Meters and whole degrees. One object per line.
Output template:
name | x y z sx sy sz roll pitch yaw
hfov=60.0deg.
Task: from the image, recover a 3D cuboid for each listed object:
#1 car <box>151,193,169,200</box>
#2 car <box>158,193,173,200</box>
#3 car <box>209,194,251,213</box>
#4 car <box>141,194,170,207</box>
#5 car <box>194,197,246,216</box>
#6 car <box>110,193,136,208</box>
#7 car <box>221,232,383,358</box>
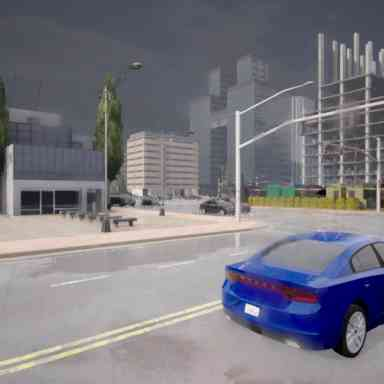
car | -8.535 1.153 89.499 4.605 1.855 1.932 0 0 -38
car | -6.809 1.156 87.176 3.866 1.878 1.905 0 0 -38
car | 4.243 1.352 35.886 2.097 1.767 4.553 0 0 -36
car | -5.893 1.491 49.742 2.128 1.511 4.902 0 0 -36
car | 2.610 1.504 32.191 1.837 1.490 4.892 0 0 -36
car | -10.446 1.220 50.043 2.150 2.045 5.566 0 0 -36
car | 2.766 1.478 6.126 5.008 1.535 1.882 0 0 -38
